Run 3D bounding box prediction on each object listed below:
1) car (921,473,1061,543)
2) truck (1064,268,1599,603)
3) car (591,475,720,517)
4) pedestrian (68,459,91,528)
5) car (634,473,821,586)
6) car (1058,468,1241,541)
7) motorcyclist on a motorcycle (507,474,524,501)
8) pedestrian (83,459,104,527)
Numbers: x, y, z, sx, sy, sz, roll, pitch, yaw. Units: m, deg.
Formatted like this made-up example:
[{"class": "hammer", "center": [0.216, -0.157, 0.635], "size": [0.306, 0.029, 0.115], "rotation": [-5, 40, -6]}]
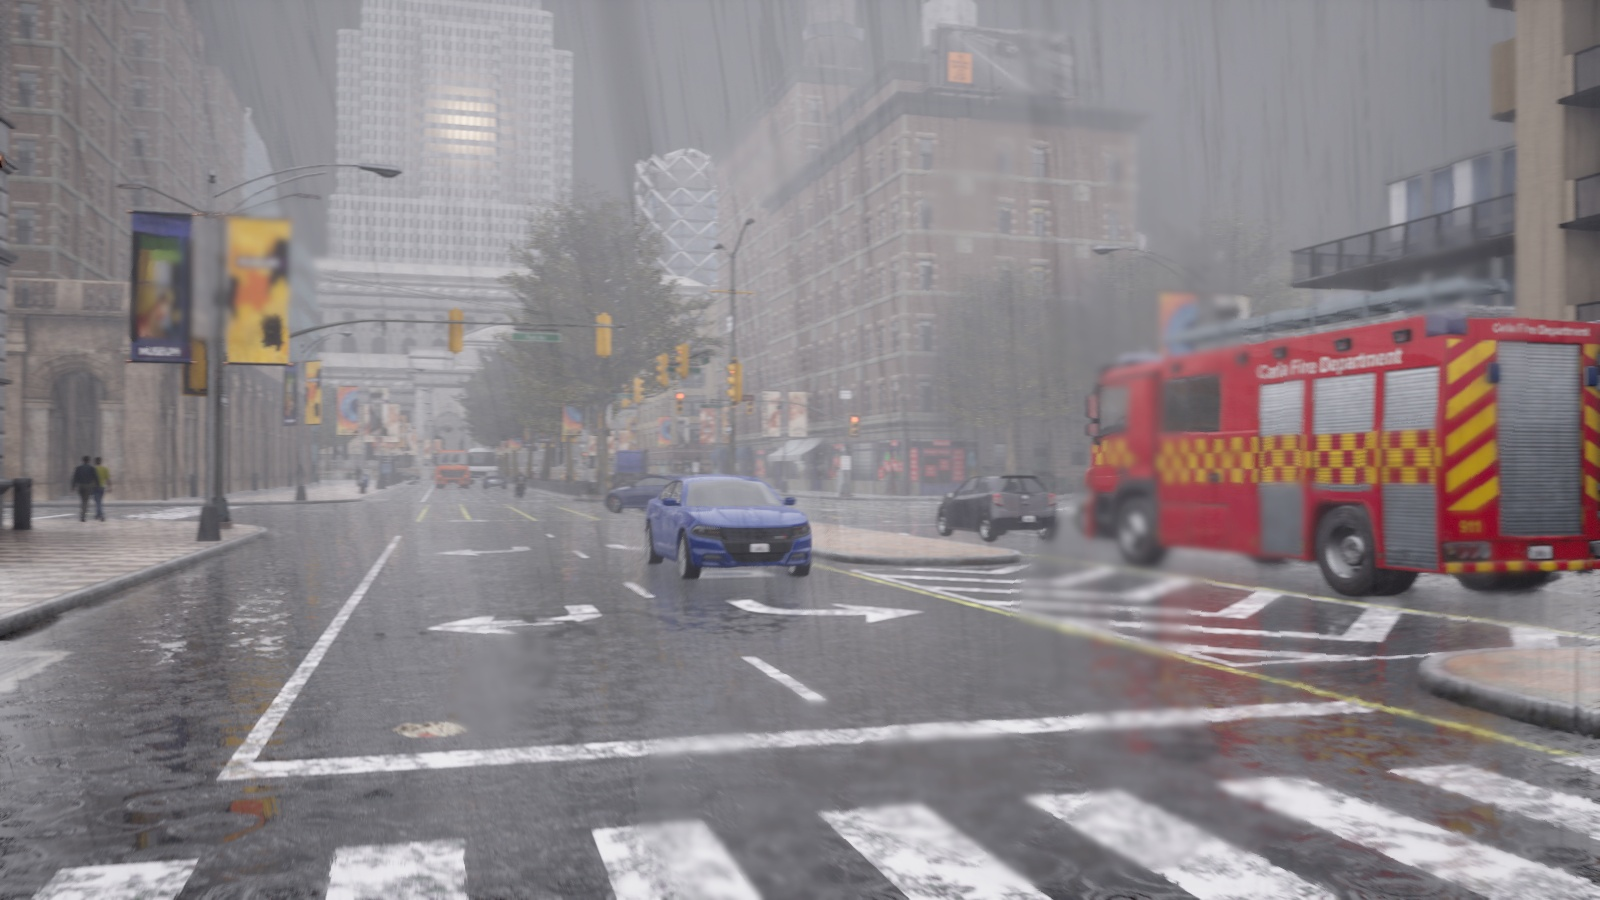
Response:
[{"class": "car", "center": [4.343, 1.292, 29.120], "size": [1.845, 1.501, 3.633], "rotation": [0, -1, -16]}, {"class": "truck", "center": [7.311, -0.083, 18.811], "size": [2.891, 3.827, 8.468], "rotation": [0, -1, -16]}, {"class": "car", "center": [-5.305, 1.646, 45.690], "size": [4.674, 1.442, 1.812], "rotation": [-1, -1, 36]}, {"class": "pedestrian", "center": [-19.430, 1.170, 33.868], "size": [0.370, 1.835, 0.726], "rotation": [0, -1, -17]}, {"class": "car", "center": [-1.301, 1.135, 19.813], "size": [1.882, 1.535, 5.008], "rotation": [0, -1, -16]}, {"class": "car", "center": [7.975, 1.201, 29.155], "size": [2.007, 1.525, 4.514], "rotation": [0, -1, -16]}, {"class": "motorcyclist on a motorcycle", "center": [-16.515, 2.186, 72.801], "size": [0.866, 1.530, 2.191], "rotation": [0, -1, -15]}, {"class": "pedestrian", "center": [-19.446, 1.182, 34.544], "size": [0.354, 1.836, 0.706], "rotation": [0, -1, -42]}]
